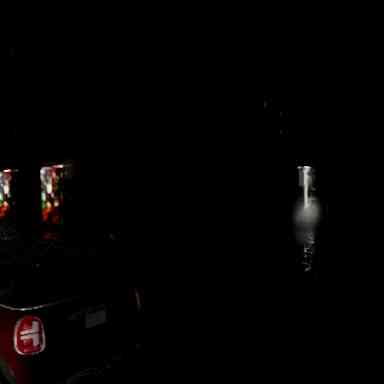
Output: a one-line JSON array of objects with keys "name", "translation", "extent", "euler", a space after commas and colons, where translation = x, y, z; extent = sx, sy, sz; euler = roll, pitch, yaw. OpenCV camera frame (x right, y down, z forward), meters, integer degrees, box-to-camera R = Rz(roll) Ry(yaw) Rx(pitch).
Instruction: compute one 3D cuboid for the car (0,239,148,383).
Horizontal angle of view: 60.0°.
[{"name": "car", "translation": [-2.632, 1.400, 4.772], "extent": [4.097, 1.590, 1.967], "euler": [1, -1, 36]}]
